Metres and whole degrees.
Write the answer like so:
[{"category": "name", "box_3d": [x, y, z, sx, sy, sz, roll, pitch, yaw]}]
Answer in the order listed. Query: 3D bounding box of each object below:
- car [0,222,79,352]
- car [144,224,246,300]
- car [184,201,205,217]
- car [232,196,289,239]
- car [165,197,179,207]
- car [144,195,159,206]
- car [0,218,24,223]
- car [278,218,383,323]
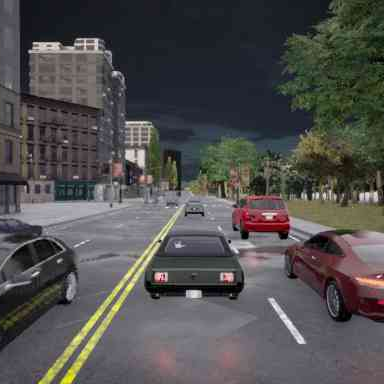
[{"category": "car", "box_3d": [-3.333, 1.504, 5.288, 1.837, 1.490, 4.892, 0, 0, 0]}, {"category": "car", "box_3d": [0.073, 1.599, 8.374, 1.895, 1.301, 4.718, 0, 0, 1]}, {"category": "car", "box_3d": [0.218, 1.533, 31.427, 2.033, 1.411, 5.357, 0, 0, 0]}, {"category": "car", "box_3d": [3.406, 1.216, 17.269, 2.150, 2.045, 5.566, 0, 0, 0]}, {"category": "car", "box_3d": [-3.061, 1.489, 51.974, 1.837, 1.490, 4.892, 0, 0, 0]}, {"category": "car", "box_3d": [-6.308, 1.300, 52.165, 2.128, 1.511, 4.902, 0, 0, 0]}, {"category": "car", "box_3d": [-6.561, 1.544, 10.512, 2.033, 1.411, 5.357, 0, 0, 0]}, {"category": "car", "box_3d": [3.374, 1.524, 7.092, 1.812, 1.442, 4.674, 0, 0, 1]}]
